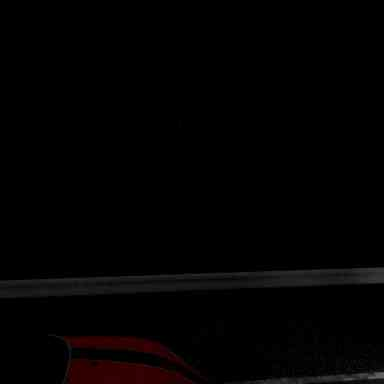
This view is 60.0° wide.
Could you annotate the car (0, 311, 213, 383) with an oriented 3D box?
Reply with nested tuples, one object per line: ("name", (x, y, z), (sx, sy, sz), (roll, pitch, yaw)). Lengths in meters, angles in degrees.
("car", (-1.864, 1.352, 1.651), (4.553, 1.767, 2.097), (0, 0, -6))
